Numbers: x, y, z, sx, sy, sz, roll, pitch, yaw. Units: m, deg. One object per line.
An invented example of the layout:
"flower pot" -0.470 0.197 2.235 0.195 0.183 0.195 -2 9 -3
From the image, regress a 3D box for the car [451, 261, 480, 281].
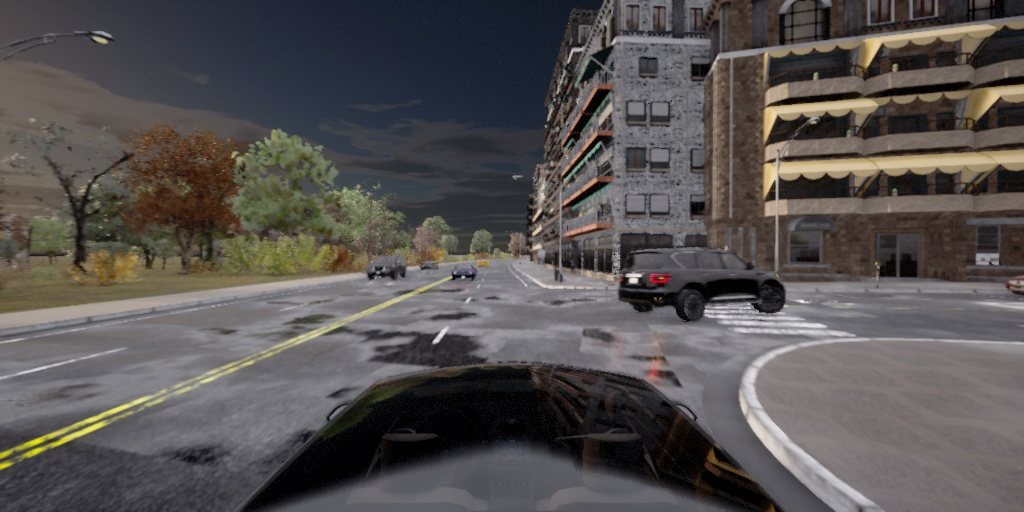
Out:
"car" -4.037 1.390 31.016 1.895 1.301 4.718 0 0 -2

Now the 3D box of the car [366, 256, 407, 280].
"car" -10.758 0.982 31.280 2.150 2.045 5.566 0 0 -2

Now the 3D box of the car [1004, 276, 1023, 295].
"car" 22.342 0.973 13.880 4.207 1.307 1.802 0 0 15

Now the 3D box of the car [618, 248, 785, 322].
"car" 6.084 0.801 11.548 5.566 2.045 2.150 0 -2 -22

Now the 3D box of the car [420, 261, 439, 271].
"car" -11.547 1.361 50.359 1.994 1.385 4.181 0 0 -2
